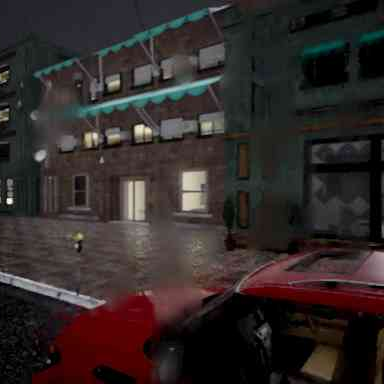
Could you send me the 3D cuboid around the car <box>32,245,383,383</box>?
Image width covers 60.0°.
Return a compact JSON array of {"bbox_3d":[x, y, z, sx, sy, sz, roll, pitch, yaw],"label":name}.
[{"bbox_3d":[1.080,1.316,2.097,5.009,1.841,2.192,0,0,36],"label":"car"}]
